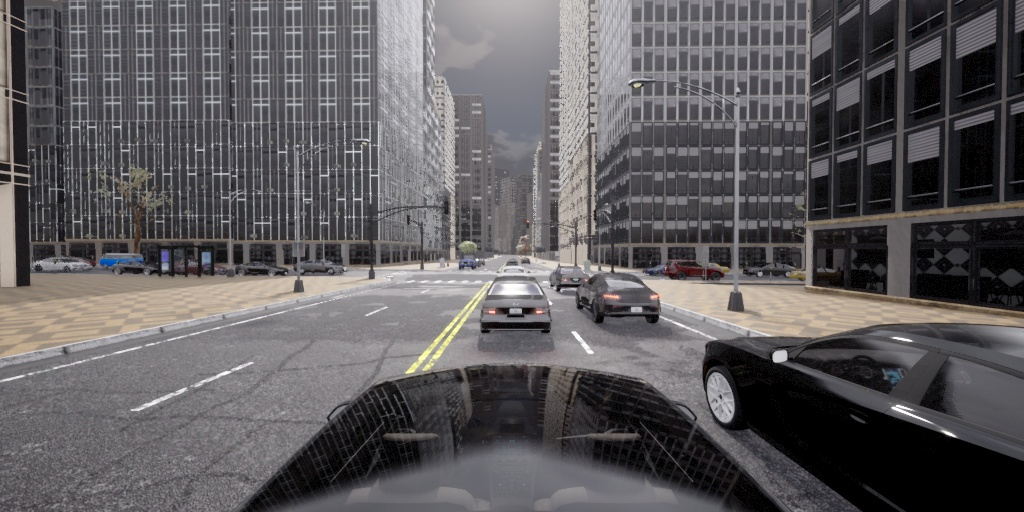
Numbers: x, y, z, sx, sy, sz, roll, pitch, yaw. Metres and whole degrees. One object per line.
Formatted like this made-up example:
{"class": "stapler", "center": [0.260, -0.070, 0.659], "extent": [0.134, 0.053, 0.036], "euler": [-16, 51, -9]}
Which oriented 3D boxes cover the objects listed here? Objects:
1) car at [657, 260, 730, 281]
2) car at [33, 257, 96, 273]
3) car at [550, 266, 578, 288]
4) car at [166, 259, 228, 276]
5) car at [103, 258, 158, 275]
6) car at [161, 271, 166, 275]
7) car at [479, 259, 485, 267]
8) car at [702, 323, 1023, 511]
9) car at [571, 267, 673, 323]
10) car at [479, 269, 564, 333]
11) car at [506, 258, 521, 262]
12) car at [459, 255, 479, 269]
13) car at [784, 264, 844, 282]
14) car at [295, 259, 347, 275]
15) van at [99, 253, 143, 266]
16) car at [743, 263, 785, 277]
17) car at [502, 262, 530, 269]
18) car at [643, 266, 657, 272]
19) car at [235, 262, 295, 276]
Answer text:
{"class": "car", "center": [16.174, 1.267, 32.159], "extent": [5.009, 1.841, 2.192], "euler": [0, 0, 1]}
{"class": "car", "center": [-44.859, 0.886, 35.828], "extent": [4.674, 1.442, 1.812], "euler": [1, 1, 1]}
{"class": "car", "center": [3.340, 1.286, 21.333], "extent": [2.033, 1.411, 5.357], "euler": [0, 0, 0]}
{"class": "car", "center": [-28.435, 1.136, 32.791], "extent": [4.207, 1.307, 1.802], "euler": [0, 0, 1]}
{"class": "car", "center": [-34.116, 1.067, 32.960], "extent": [4.313, 1.339, 1.948], "euler": [0, 0, 1]}
{"class": "car", "center": [-31.333, 1.010, 35.538], "extent": [4.674, 1.442, 1.812], "euler": [1, 1, 1]}
{"class": "car", "center": [-6.604, 1.190, 63.801], "extent": [2.128, 1.511, 4.902], "euler": [0, 0, 0]}
{"class": "car", "center": [3.344, 1.227, 2.575], "extent": [1.882, 1.535, 5.008], "euler": [0, 0, 0]}
{"class": "car", "center": [3.345, 1.271, 11.922], "extent": [1.812, 1.442, 4.674], "euler": [0, 0, 0]}
{"class": "car", "center": [0.096, 1.293, 10.652], "extent": [2.033, 1.411, 5.357], "euler": [0, 0, 0]}
{"class": "car", "center": [0.055, 1.211, 59.204], "extent": [1.837, 1.490, 4.892], "euler": [0, 1, 0]}
{"class": "car", "center": [-6.631, 0.932, 53.883], "extent": [2.150, 2.045, 5.566], "euler": [0, 0, 0]}
{"class": "car", "center": [27.623, 1.577, 31.970], "extent": [4.829, 1.417, 1.751], "euler": [0, 0, 1]}
{"class": "car", "center": [-18.821, 1.089, 35.290], "extent": [4.902, 1.511, 2.128], "euler": [1, 1, 1]}
{"class": "van", "center": [-45.313, 0.603, 41.613], "extent": [3.998, 1.789, 1.690], "euler": [0, 0, 1]}
{"class": "car", "center": [27.017, 1.458, 37.757], "extent": [4.892, 1.490, 1.837], "euler": [1, 1, 1]}
{"class": "car", "center": [0.089, 1.265, 20.243], "extent": [1.812, 1.442, 4.674], "euler": [0, 0, 0]}
{"class": "car", "center": [16.701, 1.410, 37.929], "extent": [5.357, 1.411, 2.033], "euler": [0, 1, 1]}
{"class": "car", "center": [-22.751, 1.172, 32.661], "extent": [4.313, 1.339, 1.948], "euler": [0, 0, 1]}
